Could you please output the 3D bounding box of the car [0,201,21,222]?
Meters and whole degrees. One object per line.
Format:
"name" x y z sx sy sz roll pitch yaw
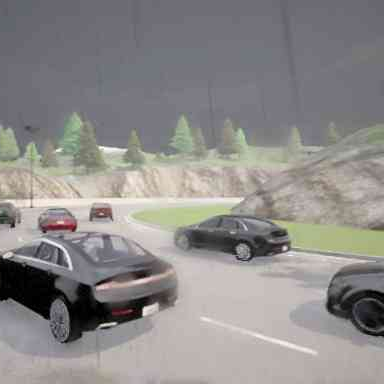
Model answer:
"car" -13.242 1.463 23.168 2.097 1.767 4.553 1 0 -22

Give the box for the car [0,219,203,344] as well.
"car" -2.384 1.532 6.577 4.902 1.511 2.128 0 0 43

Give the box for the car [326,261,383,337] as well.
"car" 4.447 1.628 5.366 4.181 1.385 1.994 0 0 35

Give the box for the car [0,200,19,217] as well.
"car" -19.565 1.649 33.657 2.128 1.511 4.902 0 0 -7

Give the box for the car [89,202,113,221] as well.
"car" -8.064 1.661 29.631 1.882 1.535 5.008 0 0 -15

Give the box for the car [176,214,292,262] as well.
"car" 1.349 1.609 12.653 1.837 1.490 4.892 0 0 -45

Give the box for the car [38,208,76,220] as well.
"car" -8.296 1.678 20.454 1.994 1.385 4.181 0 0 -27
